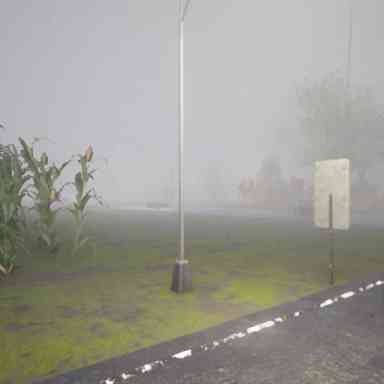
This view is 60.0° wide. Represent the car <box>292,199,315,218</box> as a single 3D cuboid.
[{"bbox_3d":[11.285,1.404,29.355,2.097,1.767,4.553,0,0,-40],"label":"car"}]

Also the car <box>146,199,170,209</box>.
[{"bbox_3d":[-5.126,1.785,49.583,1.994,1.385,4.181,0,0,-38],"label":"car"}]
